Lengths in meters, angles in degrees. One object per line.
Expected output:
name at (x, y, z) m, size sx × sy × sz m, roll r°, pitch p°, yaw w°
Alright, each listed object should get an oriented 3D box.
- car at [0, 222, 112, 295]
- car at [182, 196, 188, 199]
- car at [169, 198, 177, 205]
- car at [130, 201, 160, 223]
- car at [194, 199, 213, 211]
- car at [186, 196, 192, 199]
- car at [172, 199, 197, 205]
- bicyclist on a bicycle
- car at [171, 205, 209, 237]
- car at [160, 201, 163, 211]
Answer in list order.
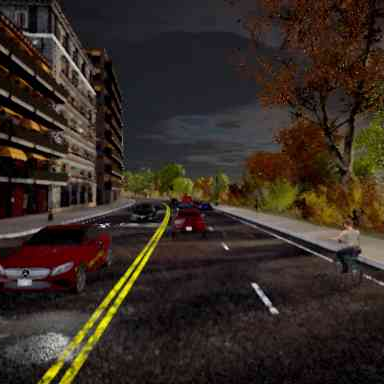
car at (-3.449, 1.607, 9.119) m, size 1.812 × 1.442 × 4.674 m, roll 0°, pitch 0°, yaw -1°
car at (-1.220, 1.851, 77.488) m, size 2.150 × 2.045 × 5.566 m, roll 0°, pitch 0°, yaw -6°
car at (-4.080, 2.102, 73.769) m, size 1.837 × 1.490 × 4.892 m, roll 0°, pitch 0°, yaw -6°
car at (-3.999, 1.747, 28.129) m, size 1.837 × 1.490 × 4.892 m, roll 0°, pitch -1°, yaw -2°
car at (1.701, 1.947, 46.214) m, size 1.994 × 1.385 × 4.181 m, roll 0°, pitch 0°, yaw -4°
car at (0.408, 1.998, 61.886) m, size 2.128 × 1.511 × 4.902 m, roll 0°, pitch 0°, yaw -5°
car at (-0.935, 1.853, 36.320) m, size 2.033 × 1.411 × 5.357 m, roll 0°, pitch 0°, yaw -3°
bicyclist on a bicycle at (4.085, 1.511, 8.771) m, size 0.866 × 1.612 × 1.509 m, roll 0°, pitch 0°, yaw -1°
car at (-0.225, 1.689, 19.031) m, size 1.812 × 1.442 × 4.674 m, roll 0°, pitch 0°, yaw -2°
car at (-5.119, 1.952, 48.151) m, size 2.033 × 1.411 × 5.357 m, roll 0°, pitch 0°, yaw -4°
